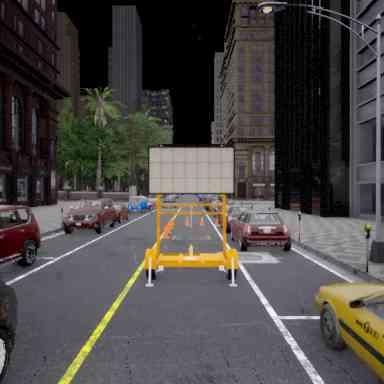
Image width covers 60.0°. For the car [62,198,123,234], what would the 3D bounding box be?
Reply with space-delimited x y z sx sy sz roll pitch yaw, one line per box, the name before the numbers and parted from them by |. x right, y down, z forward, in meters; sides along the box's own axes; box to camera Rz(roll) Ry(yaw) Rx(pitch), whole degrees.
car | -5.800 1.317 19.480 2.192 1.841 5.009 0 0 0

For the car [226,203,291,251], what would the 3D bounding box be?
car | 2.735 1.440 14.057 1.967 1.590 4.097 0 0 0

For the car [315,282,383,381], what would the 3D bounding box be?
car | 2.753 1.525 3.378 1.752 1.417 4.829 0 0 0

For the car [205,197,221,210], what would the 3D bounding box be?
car | 2.699 1.533 35.928 1.752 1.417 4.829 0 0 0

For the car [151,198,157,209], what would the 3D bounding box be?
car | -5.836 1.449 41.185 1.967 1.590 4.097 0 0 0

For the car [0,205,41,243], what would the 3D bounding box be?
car | -5.782 1.315 8.628 2.192 1.841 5.009 0 0 0

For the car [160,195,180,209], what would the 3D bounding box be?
car | -3.078 1.557 45.676 2.033 1.411 5.357 0 0 0

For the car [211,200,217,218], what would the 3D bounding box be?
car | 2.716 1.548 24.908 1.887 1.381 4.507 0 0 0

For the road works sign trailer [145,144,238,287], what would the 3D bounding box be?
road works sign trailer | -0.016 0.464 9.327 2.380 3.560 2.880 0 0 0

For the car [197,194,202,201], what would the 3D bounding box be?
car | 2.629 1.573 78.470 1.947 1.339 4.313 0 0 0

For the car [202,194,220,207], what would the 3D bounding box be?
car | 2.689 1.324 41.183 2.192 1.841 5.009 0 0 0

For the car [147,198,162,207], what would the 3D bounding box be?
car | -5.853 1.593 52.037 1.802 1.307 4.206 0 0 0

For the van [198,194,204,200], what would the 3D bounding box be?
van | 2.601 1.341 94.731 1.690 1.788 3.998 0 0 0

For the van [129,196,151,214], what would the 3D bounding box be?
van | -5.827 1.349 35.758 1.690 1.788 3.998 0 0 0

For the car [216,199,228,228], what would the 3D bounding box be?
car | 2.726 1.441 19.483 1.967 1.590 4.097 0 0 0

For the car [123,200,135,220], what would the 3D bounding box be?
car | -5.808 1.548 24.906 1.887 1.381 4.507 0 0 0

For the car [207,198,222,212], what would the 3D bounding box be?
car | 2.708 1.556 30.332 2.008 1.369 4.403 0 0 0

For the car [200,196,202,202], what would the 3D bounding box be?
car | 2.672 1.576 52.033 1.947 1.339 4.313 0 0 0

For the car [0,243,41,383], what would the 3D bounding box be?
car | -3.104 1.504 2.294 1.837 1.490 4.892 0 0 0
